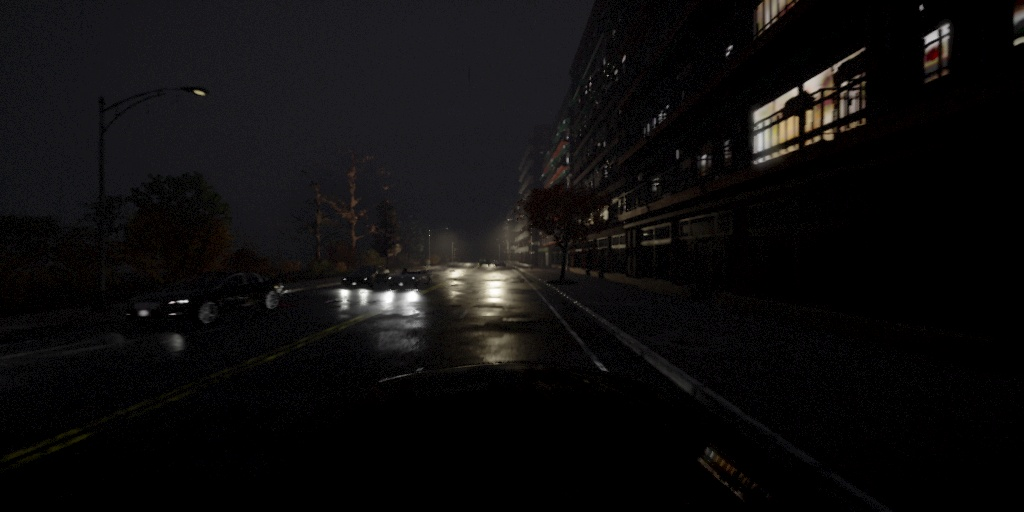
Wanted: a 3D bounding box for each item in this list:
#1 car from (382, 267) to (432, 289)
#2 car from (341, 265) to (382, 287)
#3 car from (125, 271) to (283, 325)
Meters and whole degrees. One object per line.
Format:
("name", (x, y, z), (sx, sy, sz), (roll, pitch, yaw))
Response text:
("car", (-6.733, 1.425, 23.956), (1.895, 1.301, 4.718), (0, 0, -1))
("car", (-9.995, 1.375, 25.252), (2.033, 1.411, 5.357), (0, 0, -1))
("car", (-9.901, 1.272, 12.074), (2.128, 1.511, 4.902), (0, 0, -1))
